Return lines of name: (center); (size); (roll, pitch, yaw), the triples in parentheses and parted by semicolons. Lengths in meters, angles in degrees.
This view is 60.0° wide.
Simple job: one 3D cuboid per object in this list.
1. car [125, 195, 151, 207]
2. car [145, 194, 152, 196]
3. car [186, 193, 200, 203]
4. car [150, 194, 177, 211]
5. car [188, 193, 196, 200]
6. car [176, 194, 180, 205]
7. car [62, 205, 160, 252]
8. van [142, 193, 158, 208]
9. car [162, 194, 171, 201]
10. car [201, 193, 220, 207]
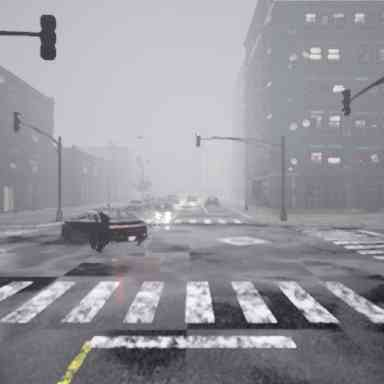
car: (-5.747, 1.374, 34.120); (1.887, 1.381, 4.507); (1, 0, 0)
car: (-5.670, 1.345, 39.802); (1.887, 1.381, 4.507); (1, 0, 0)
car: (0.011, 1.168, 61.789); (1.882, 1.535, 5.008); (0, 0, 0)
car: (-3.088, 1.306, 36.947); (2.128, 1.511, 4.902); (0, 0, 0)
car: (0.012, 0.996, 72.214); (1.812, 1.442, 4.674); (0, 0, 0)
car: (-3.064, 1.088, 52.656); (2.097, 1.767, 4.553); (0, 0, 0)
car: (-3.732, 1.423, 13.660); (2.128, 1.511, 4.902); (0, 0, -41)
van: (-5.664, 1.113, 45.489); (1.690, 1.788, 3.998); (1, 0, 0)
car: (-5.665, 1.213, 73.923); (1.802, 1.307, 4.206); (1, 0, 0)
car: (2.713, 1.212, 45.548); (1.967, 1.590, 4.097); (1, 0, 0)
